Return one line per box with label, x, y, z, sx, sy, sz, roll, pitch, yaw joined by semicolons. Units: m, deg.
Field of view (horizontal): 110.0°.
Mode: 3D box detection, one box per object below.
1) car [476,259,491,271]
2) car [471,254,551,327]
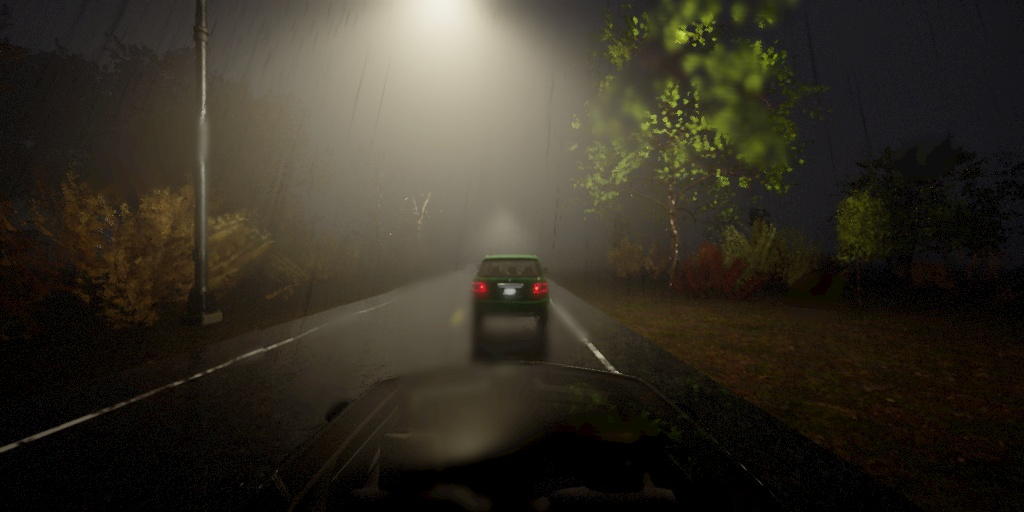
car;-3.861;1.182;49.590;1.882;1.535;5.008;0;0;-2
car;0.031;0.968;11.657;2.150;2.045;5.566;0;0;2
